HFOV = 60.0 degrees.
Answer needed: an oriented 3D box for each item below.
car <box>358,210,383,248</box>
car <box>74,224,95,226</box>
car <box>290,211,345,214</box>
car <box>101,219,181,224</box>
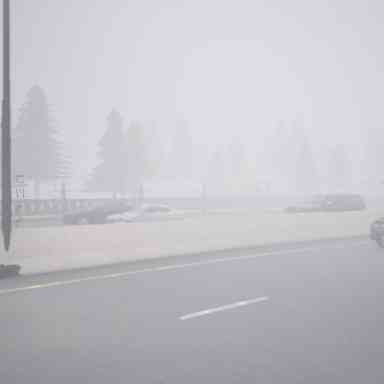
[{"bbox_3d":[9.015,1.414,12.785,4.902,1.511,2.128,0,0,-27],"label":"car"},{"bbox_3d":[-5.484,1.356,20.996,5.008,1.535,1.882,0,0,-31],"label":"car"},{"bbox_3d":[8.115,1.103,20.338,5.566,2.045,2.150,0,0,-25],"label":"car"},{"bbox_3d":[-2.499,1.417,18.720,4.674,1.442,1.812,0,0,-30],"label":"car"}]
